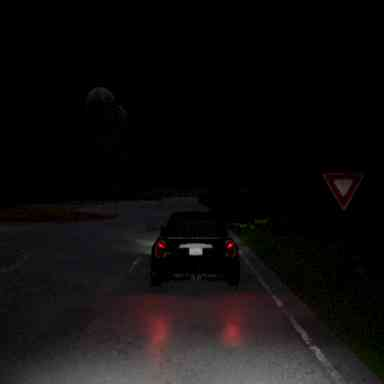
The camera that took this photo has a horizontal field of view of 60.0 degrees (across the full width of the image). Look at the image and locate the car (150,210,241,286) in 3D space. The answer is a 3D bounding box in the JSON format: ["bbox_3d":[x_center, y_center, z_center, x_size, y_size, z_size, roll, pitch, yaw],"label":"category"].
[{"bbox_3d":[0.008,1.324,9.492,2.097,1.767,4.553,0,0,-2],"label":"car"}]

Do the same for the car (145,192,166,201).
[{"bbox_3d":[-9.065,1.356,79.145,4.181,1.381,1.994,0,0,-1],"label":"car"}]
